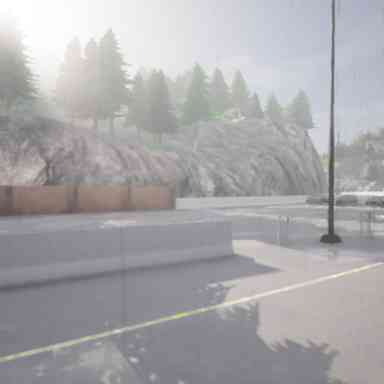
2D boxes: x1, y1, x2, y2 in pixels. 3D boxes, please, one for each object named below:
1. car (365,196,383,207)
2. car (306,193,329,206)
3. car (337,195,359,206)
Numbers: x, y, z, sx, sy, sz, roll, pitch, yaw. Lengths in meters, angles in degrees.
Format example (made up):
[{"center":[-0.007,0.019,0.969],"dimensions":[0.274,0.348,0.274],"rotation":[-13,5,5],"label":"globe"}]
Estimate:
[{"center":[24.644,1.245,44.355],"dimensions":[1.994,1.385,4.181],"rotation":[1,1,42],"label":"car"},{"center":[17.980,0.964,47.380],"dimensions":[2.097,1.767,4.553],"rotation":[1,1,42],"label":"car"},{"center":[21.874,1.150,46.490],"dimensions":[1.837,1.490,4.892],"rotation":[1,0,42],"label":"car"}]
